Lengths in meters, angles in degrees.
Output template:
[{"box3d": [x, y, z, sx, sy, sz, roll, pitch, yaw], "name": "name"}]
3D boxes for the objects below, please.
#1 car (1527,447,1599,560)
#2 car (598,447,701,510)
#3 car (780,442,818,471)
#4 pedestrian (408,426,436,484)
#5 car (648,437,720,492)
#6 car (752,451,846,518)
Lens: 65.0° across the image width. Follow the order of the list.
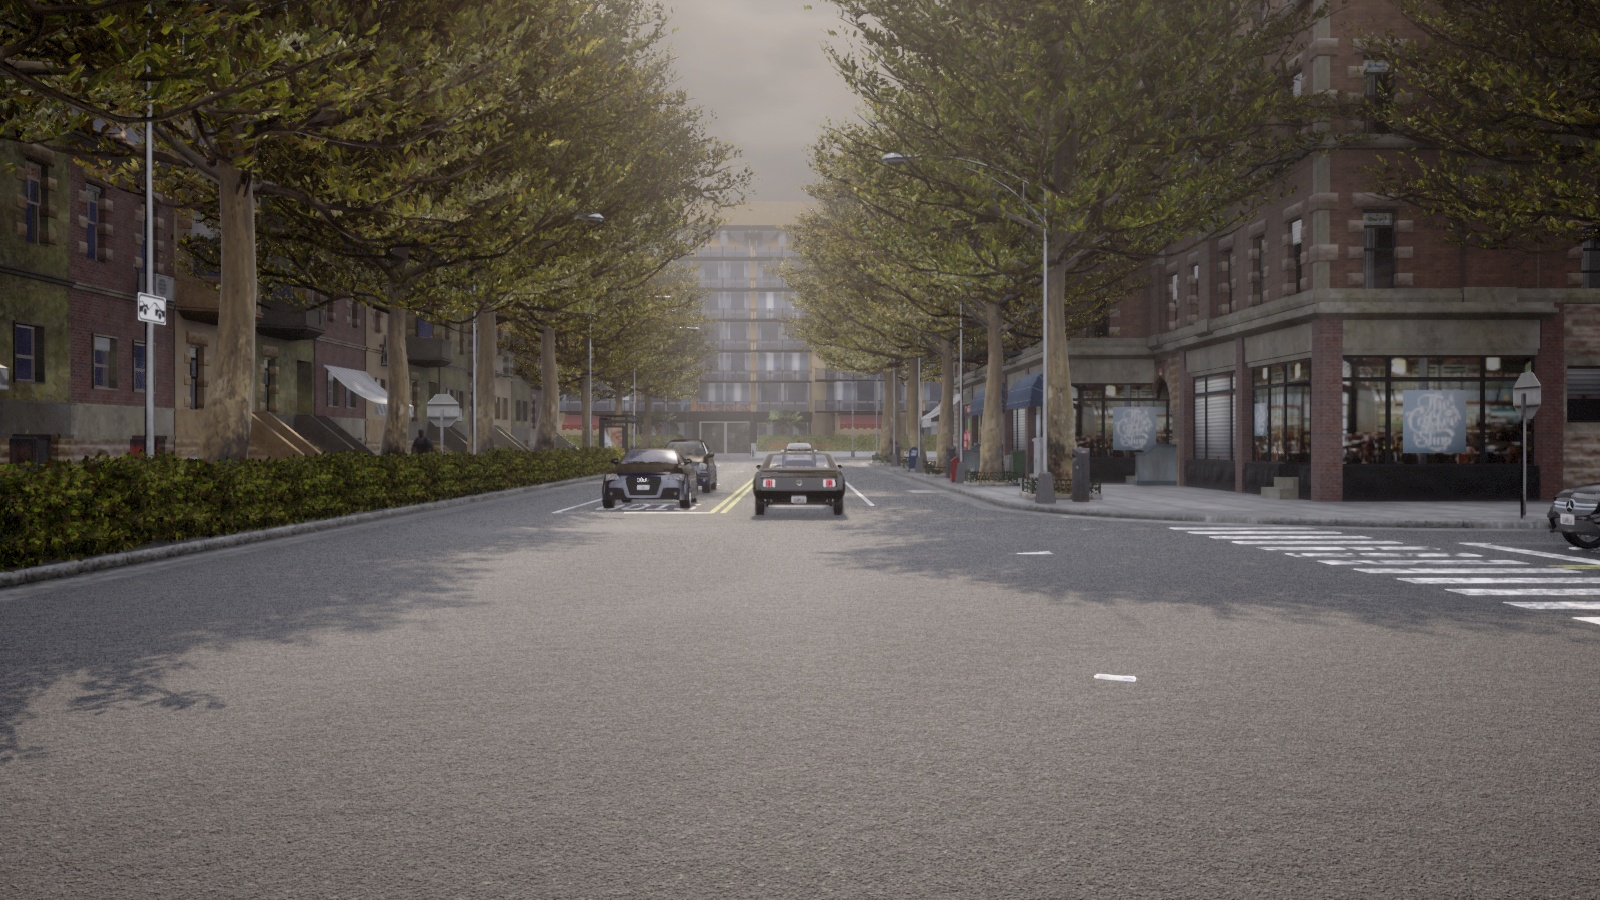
[{"box3d": [12.593, 0.687, 16.822, 4.674, 1.442, 1.812, 0, 0, -1], "name": "car"}, {"box3d": [-3.518, 0.638, 30.072, 1.994, 1.385, 4.181, 0, 0, 0], "name": "car"}, {"box3d": [-0.049, 0.314, 67.182, 2.007, 1.525, 4.514, 0, 0, 0], "name": "car"}, {"box3d": [-12.434, 0.160, 41.341, 0.563, 1.883, 0.849, 0, 0, 9], "name": "pedestrian"}, {"box3d": [-3.528, 0.422, 38.868, 1.851, 1.617, 3.988, 0, 0, 0], "name": "car"}, {"box3d": [-0.020, 0.691, 27.553, 1.895, 1.301, 4.718, 0, 0, 0], "name": "car"}]
